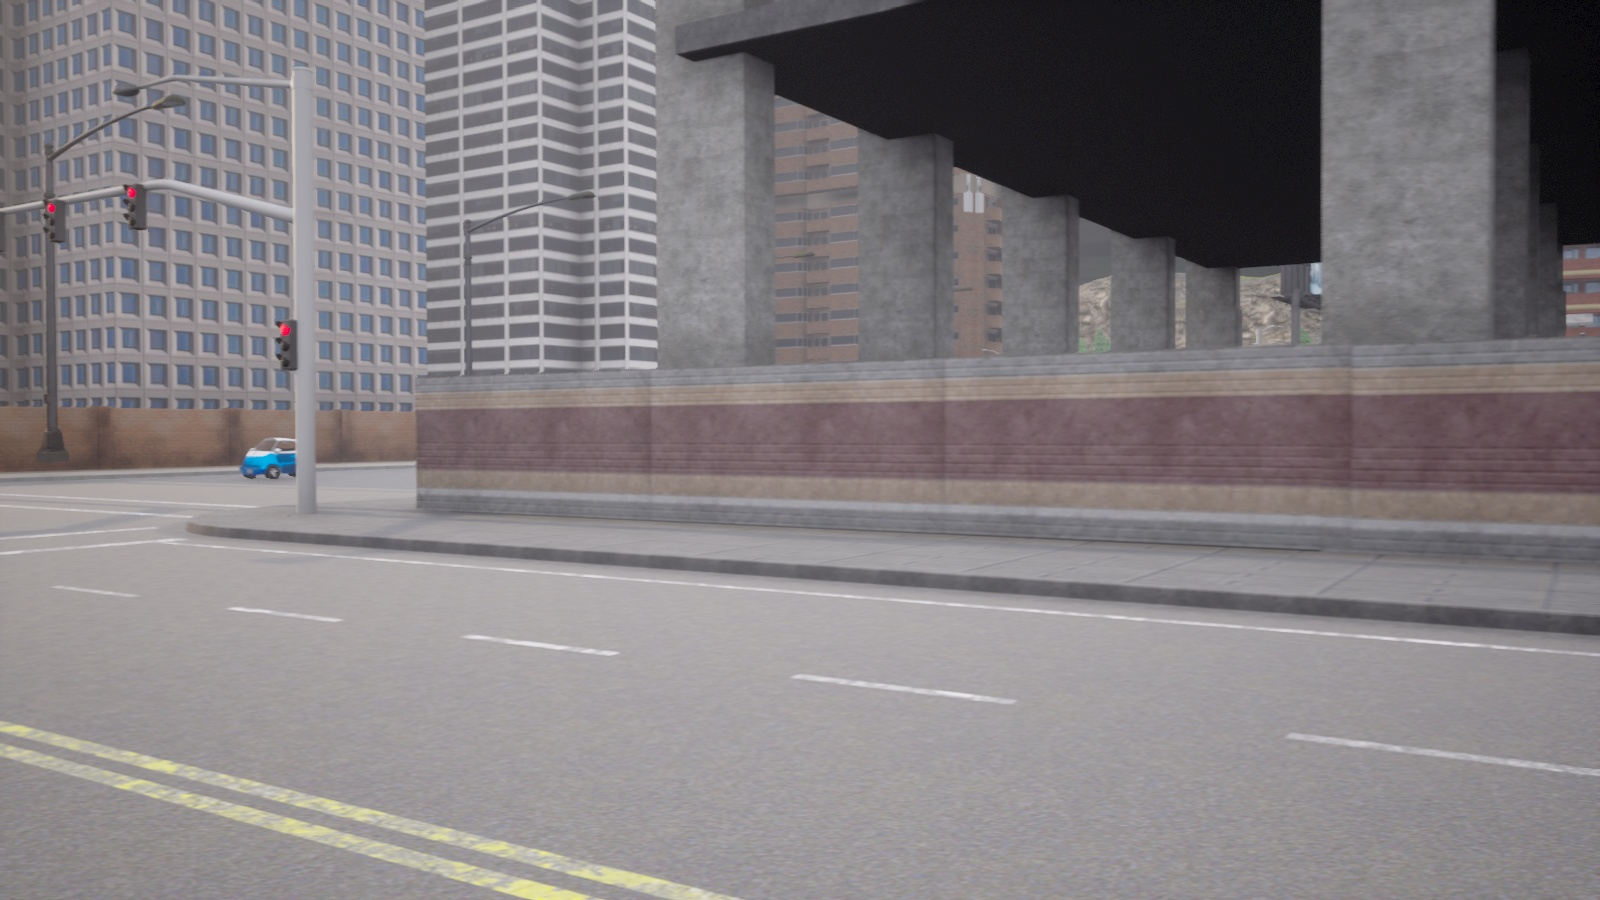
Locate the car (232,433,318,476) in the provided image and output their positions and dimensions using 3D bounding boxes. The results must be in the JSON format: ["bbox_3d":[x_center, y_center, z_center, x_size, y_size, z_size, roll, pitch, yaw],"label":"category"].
[{"bbox_3d":[-17.550,0.144,42.004,1.481,1.376,2.207,1,1,33],"label":"car"}]
